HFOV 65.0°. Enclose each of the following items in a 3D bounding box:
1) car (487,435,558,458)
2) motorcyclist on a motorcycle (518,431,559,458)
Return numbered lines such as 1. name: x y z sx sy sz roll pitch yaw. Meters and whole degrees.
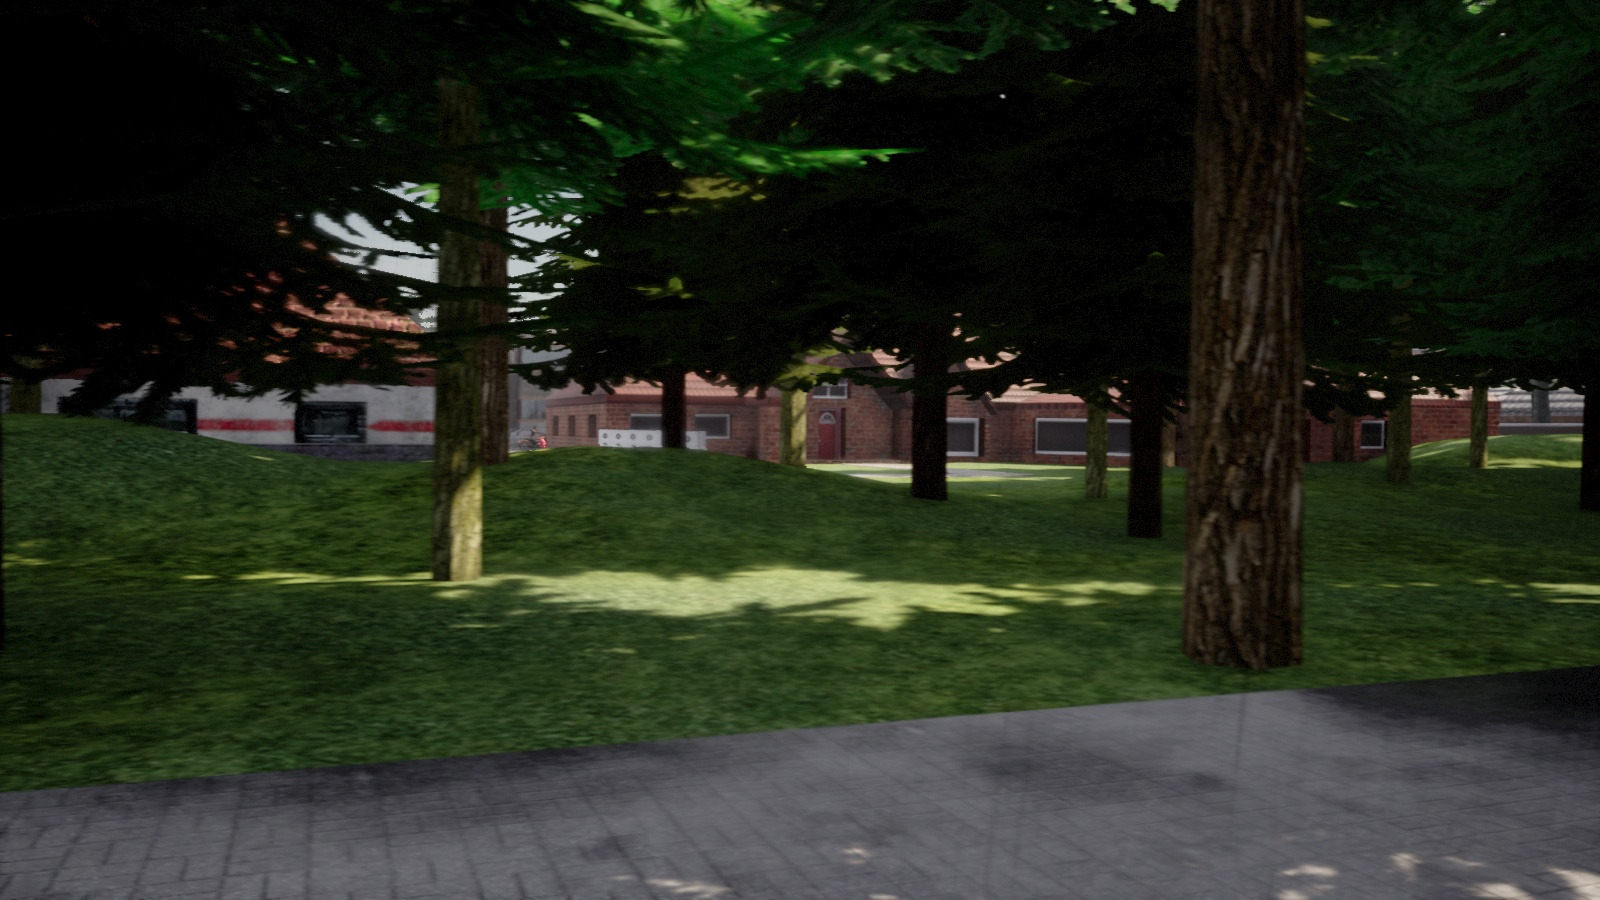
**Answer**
1. car: -17.802 -0.257 80.635 4.181 1.385 1.994 -1 1 -21
2. motorcyclist on a motorcycle: -16.041 -0.331 77.019 2.350 1.649 0.766 -1 1 -21
